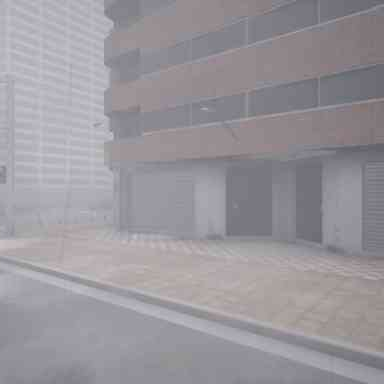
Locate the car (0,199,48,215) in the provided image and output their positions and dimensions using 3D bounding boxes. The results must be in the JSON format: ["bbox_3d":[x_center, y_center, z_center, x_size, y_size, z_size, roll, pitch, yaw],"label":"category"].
[{"bbox_3d":[-16.749,1.505,32.686,1.837,1.490,4.892,0,0,37],"label":"car"}]

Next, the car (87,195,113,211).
[{"bbox_3d":[-10.499,1.505,40.939,1.837,1.490,4.892,0,0,37],"label":"car"}]
